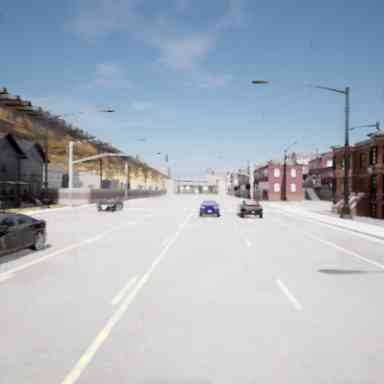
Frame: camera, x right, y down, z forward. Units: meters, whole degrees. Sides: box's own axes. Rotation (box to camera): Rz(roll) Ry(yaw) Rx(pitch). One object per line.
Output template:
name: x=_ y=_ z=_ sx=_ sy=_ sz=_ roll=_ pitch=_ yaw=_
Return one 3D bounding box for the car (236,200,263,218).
car: x=5.050 y=1.440 z=29.455 sx=2.128 sy=1.511 sz=4.902 roll=0 pitch=0 yaw=2

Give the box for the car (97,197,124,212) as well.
car: x=-8.758 y=1.348 z=36.050 sx=2.128 sy=1.511 sz=4.902 roll=0 pitch=0 yaw=3

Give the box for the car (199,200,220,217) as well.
car: x=1.576 y=1.445 z=30.117 sx=1.812 sy=1.442 sz=4.674 roll=0 pitch=0 yaw=3

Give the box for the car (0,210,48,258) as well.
car: x=-6.578 y=1.393 z=10.775 sx=1.882 sy=1.535 sz=5.008 roll=0 pitch=0 yaw=3
